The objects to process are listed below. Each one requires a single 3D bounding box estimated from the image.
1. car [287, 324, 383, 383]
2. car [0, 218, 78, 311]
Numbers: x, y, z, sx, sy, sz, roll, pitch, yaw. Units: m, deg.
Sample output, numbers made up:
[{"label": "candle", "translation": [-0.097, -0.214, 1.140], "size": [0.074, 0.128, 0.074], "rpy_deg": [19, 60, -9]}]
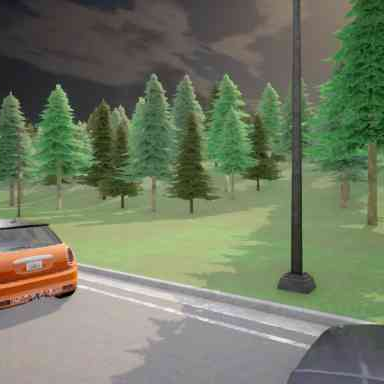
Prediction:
[{"label": "car", "translation": [3.213, 1.547, 1.702], "size": [5.357, 1.411, 2.033], "rpy_deg": [0, 0, 36]}, {"label": "car", "translation": [-4.586, 1.352, 7.265], "size": [4.553, 1.767, 2.097], "rpy_deg": [0, 0, 36]}]
